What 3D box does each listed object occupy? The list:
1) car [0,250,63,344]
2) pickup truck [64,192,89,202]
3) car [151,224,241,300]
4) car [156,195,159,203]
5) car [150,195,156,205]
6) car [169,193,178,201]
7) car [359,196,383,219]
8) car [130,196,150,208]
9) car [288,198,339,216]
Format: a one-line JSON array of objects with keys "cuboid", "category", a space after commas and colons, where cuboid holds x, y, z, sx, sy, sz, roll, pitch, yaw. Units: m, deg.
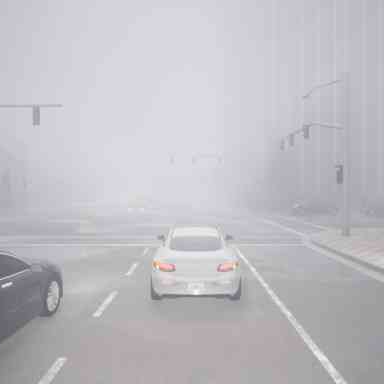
[{"cuboid": [-3.434, 1.505, 4.582, 1.837, 1.490, 4.892, 0, 0, 1], "category": "car"}, {"cuboid": [-24.638, 1.058, 70.291, 2.390, 2.098, 6.274, 0, 0, 30], "category": "pickup truck"}, {"cuboid": [0.080, 1.526, 8.231, 1.812, 1.442, 4.674, 0, 0, 0], "category": "car"}, {"cuboid": [-7.995, 1.352, 68.133, 2.097, 1.767, 4.553, 0, 0, 0], "category": "car"}, {"cuboid": [-7.921, 1.504, 57.951, 1.837, 1.490, 4.892, 0, 0, -1], "category": "car"}, {"cuboid": [-4.723, 1.225, 85.507, 2.150, 2.045, 5.566, 0, 0, -1], "category": "car"}, {"cuboid": [17.720, 1.221, 29.064, 5.566, 2.045, 2.150, 0, 0, 0], "category": "car"}, {"cuboid": [-7.797, 1.477, 48.692, 1.882, 1.535, 5.008, 0, 0, -1], "category": "car"}, {"cuboid": [11.782, 1.352, 32.522, 4.553, 1.767, 2.097, 0, 0, 0], "category": "car"}]
